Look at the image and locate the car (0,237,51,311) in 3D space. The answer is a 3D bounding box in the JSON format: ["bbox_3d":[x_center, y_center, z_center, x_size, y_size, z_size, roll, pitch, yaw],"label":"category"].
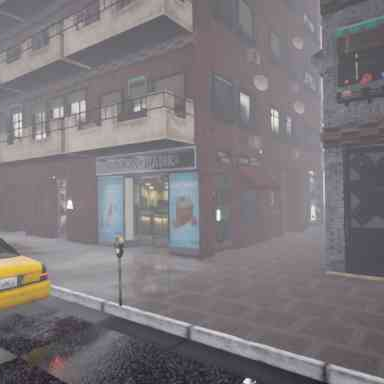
[{"bbox_3d":[-5.090,1.458,6.887,5.366,1.575,1.801,0,0,36],"label":"car"}]
